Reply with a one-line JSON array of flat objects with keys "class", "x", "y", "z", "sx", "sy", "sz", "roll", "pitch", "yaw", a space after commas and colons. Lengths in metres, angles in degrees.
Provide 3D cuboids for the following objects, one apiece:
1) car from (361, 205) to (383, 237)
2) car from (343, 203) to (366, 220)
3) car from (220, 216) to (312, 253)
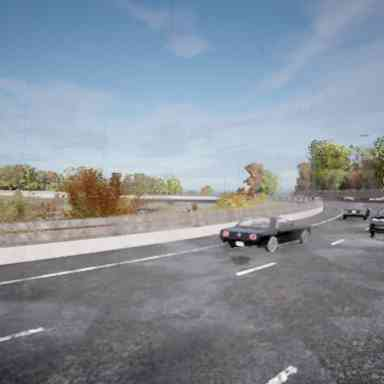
[{"class": "car", "x": 10.800, "y": 1.576, "z": 17.710, "sx": 2.128, "sy": 1.511, "sz": 4.902, "roll": 0, "pitch": 0, "yaw": 38}, {"class": "car", "x": 14.521, "y": 1.677, "z": 29.244, "sx": 2.033, "sy": 1.411, "sz": 5.357, "roll": 0, "pitch": 0, "yaw": 32}, {"class": "car", "x": 3.285, "y": 1.650, "z": 14.005, "sx": 1.895, "sy": 1.301, "sz": 4.718, "roll": 0, "pitch": 0, "yaw": 42}]
